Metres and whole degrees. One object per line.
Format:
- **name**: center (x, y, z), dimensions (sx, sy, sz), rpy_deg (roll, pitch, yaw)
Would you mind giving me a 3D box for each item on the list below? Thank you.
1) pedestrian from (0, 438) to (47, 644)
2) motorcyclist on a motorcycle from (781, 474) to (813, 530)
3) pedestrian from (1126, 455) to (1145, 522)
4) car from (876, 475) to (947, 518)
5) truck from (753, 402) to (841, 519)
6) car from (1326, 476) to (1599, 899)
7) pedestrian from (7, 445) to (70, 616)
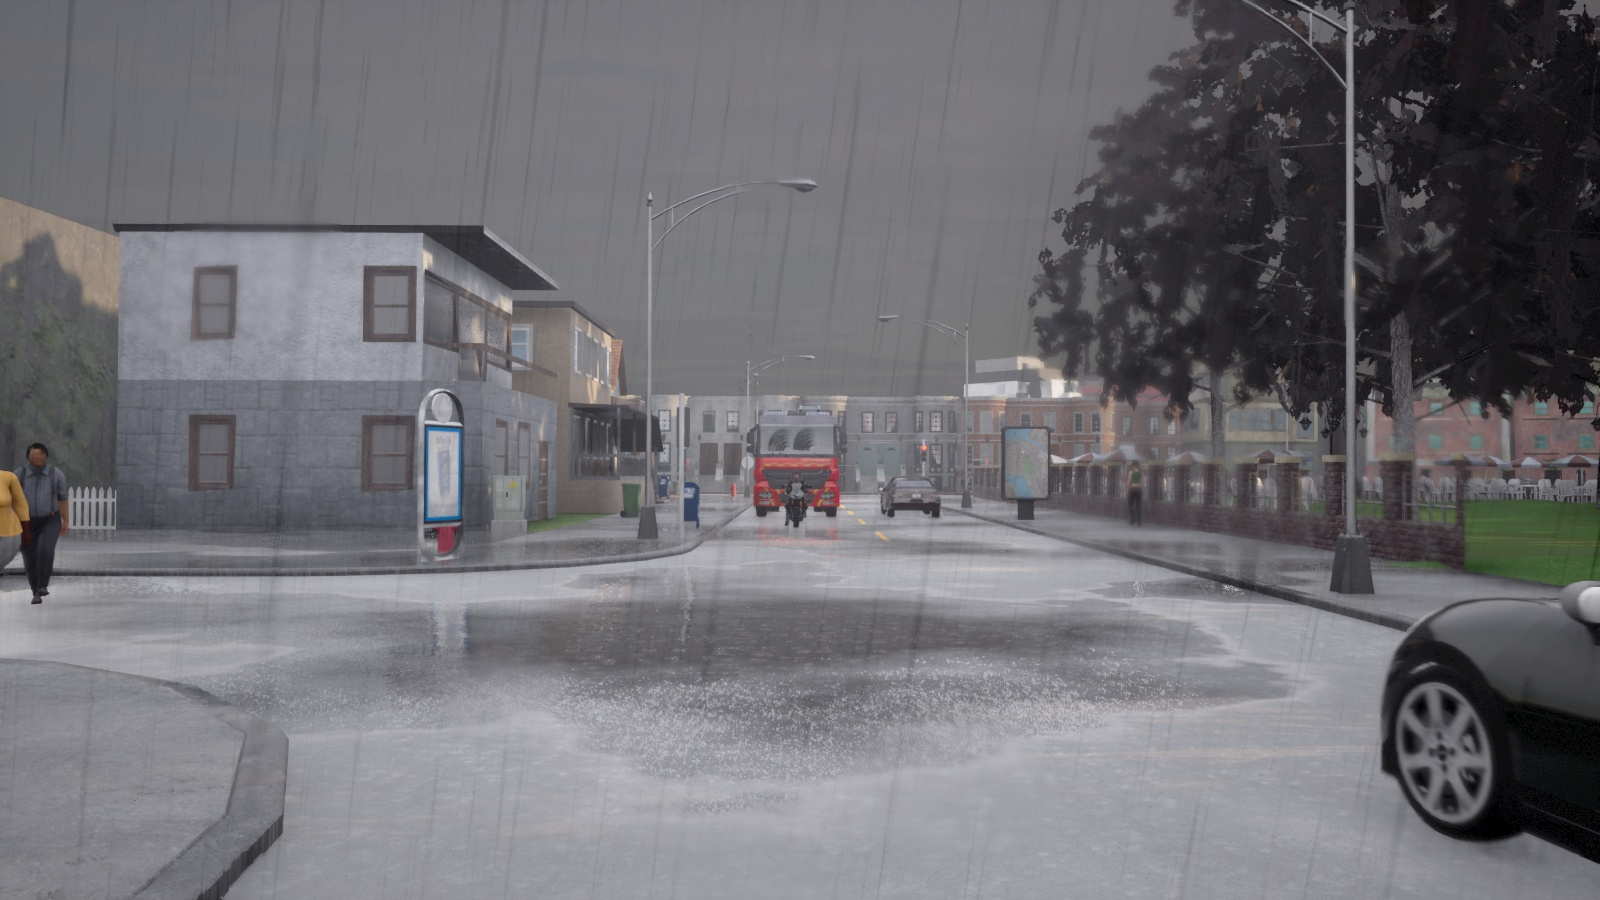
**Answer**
- **pedestrian**: center (-7.603, 0.831, 11.687), dimensions (0.874, 1.855, 0.900), rpy_deg (0, -1, -21)
- **motorcyclist on a motorcycle**: center (-0.087, 1.444, 35.441), dimensions (0.866, 1.530, 2.191), rpy_deg (0, -1, 0)
- **pedestrian**: center (9.254, 1.068, 34.656), dimensions (0.345, 1.836, 0.594), rpy_deg (0, -1, -1)
- **car**: center (3.895, 1.594, 44.596), dimensions (2.033, 1.411, 5.357), rpy_deg (0, -1, 0)
- **truck**: center (-0.113, 0.411, 45.386), dimensions (2.891, 3.827, 8.468), rpy_deg (0, -1, 0)
- **car**: center (3.748, 0.838, 4.374), dimensions (1.970, 1.475, 3.806), rpy_deg (0, -1, -5)
- **pedestrian**: center (-8.446, 0.872, 13.945), dimensions (0.540, 1.848, 0.694), rpy_deg (0, -1, -26)
